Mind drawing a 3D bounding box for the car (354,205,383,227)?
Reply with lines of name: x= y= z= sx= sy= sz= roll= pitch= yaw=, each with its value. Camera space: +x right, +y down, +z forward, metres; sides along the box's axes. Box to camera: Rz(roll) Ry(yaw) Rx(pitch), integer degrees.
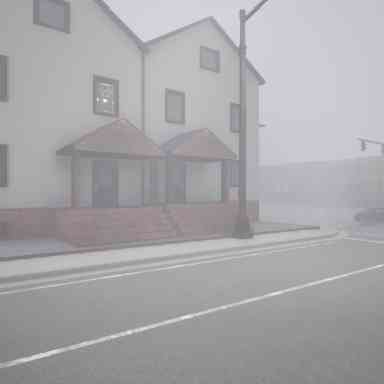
car: x=14.131 y=1.658 z=23.622 sx=2.128 sy=1.511 sz=4.902 roll=0 pitch=-5 yaw=-36
